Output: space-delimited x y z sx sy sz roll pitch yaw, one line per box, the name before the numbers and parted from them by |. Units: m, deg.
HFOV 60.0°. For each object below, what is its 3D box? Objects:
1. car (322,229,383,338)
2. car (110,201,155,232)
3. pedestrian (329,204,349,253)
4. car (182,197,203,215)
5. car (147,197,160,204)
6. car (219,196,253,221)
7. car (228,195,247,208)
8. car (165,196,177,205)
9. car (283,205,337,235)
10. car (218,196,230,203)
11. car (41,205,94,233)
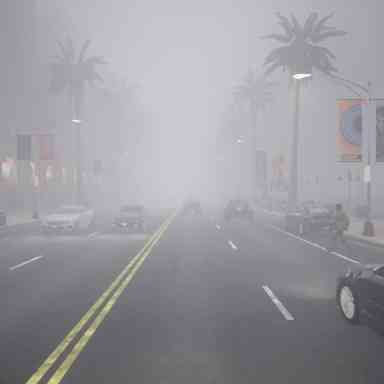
car | 3.556 1.502 4.219 1.837 1.490 4.892 0 -1 0
car | -3.654 1.505 20.358 1.837 1.490 4.892 0 0 0
pedestrian | 5.382 1.294 12.194 0.375 1.860 0.375 0 0 0
car | 0.009 1.503 33.232 1.837 1.490 4.892 0 0 0
car | -7.120 1.563 61.406 1.994 1.385 4.181 0 0 1
car | 3.528 1.352 27.036 2.097 1.767 4.553 0 0 0
car | 6.470 1.354 47.979 2.185 1.767 4.553 0 0 0
car | -3.667 1.489 58.216 2.128 1.511 4.902 0 0 1
car | 6.538 1.481 18.604 2.231 1.521 4.892 0 0 0
car | 6.719 1.513 69.909 2.161 1.482 4.786 0 0 0
car | -7.152 1.525 19.654 1.812 1.442 4.674 0 0 0
